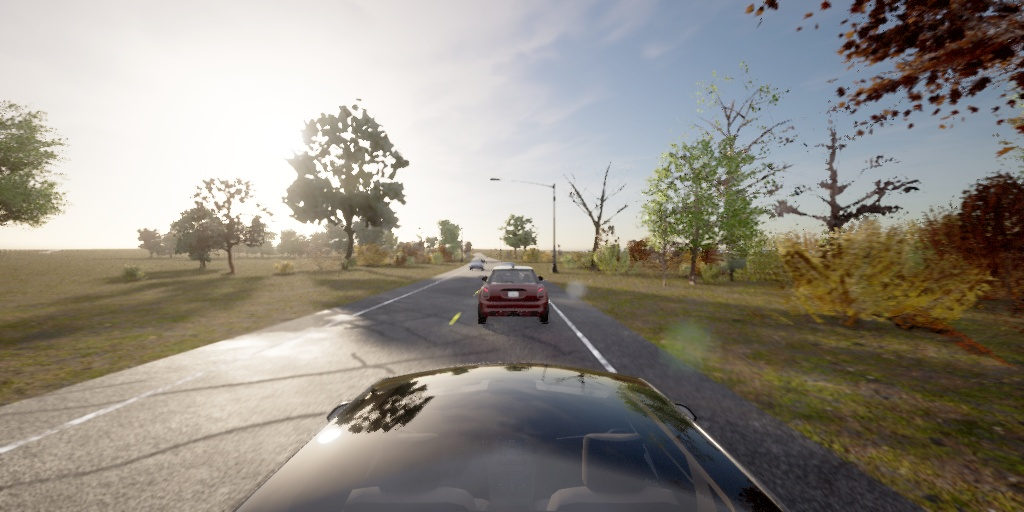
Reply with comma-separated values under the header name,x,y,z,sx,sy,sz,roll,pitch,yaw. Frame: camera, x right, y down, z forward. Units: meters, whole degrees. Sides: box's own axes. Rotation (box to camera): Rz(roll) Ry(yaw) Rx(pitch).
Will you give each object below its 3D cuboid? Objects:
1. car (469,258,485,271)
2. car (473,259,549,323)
name,x,y,z,sx,sy,sz,roll,pitch,yaw
car,-4.716,1.233,48.056,1.812,1.442,4.674,0,0,-2
car,0.019,1.099,12.216,2.097,1.767,4.553,0,0,-1
